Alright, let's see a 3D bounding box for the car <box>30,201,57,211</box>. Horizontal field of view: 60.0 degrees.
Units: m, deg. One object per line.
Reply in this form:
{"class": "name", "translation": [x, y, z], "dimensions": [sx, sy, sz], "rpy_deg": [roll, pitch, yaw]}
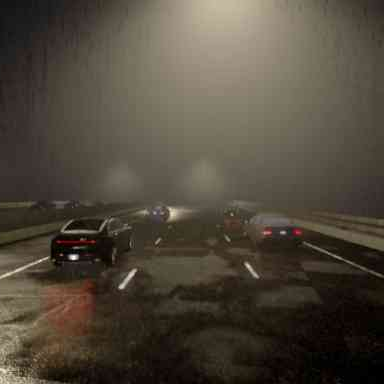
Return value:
{"class": "car", "translation": [-20.448, 1.973, 45.934], "dimensions": [1.882, 1.535, 5.008], "rpy_deg": [0, -1, 2]}

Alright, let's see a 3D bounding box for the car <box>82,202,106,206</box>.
{"class": "car", "translation": [-13.401, 2.064, 47.487], "dimensions": [2.033, 1.411, 5.357], "rpy_deg": [0, -1, 2]}

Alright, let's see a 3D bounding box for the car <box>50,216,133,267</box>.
{"class": "car", "translation": [-3.347, 1.627, 11.880], "dimensions": [1.837, 1.490, 4.892], "rpy_deg": [0, -1, 0]}

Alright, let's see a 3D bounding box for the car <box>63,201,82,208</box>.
{"class": "car", "translation": [-16.886, 2.028, 47.881], "dimensions": [1.837, 1.490, 4.892], "rpy_deg": [0, -1, 2]}

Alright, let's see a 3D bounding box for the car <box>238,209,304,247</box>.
{"class": "car", "translation": [3.684, 1.714, 15.868], "dimensions": [2.033, 1.411, 5.357], "rpy_deg": [0, -1, 1]}

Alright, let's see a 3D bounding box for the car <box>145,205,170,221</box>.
{"class": "car", "translation": [-3.105, 1.874, 30.754], "dimensions": [2.033, 1.411, 5.357], "rpy_deg": [0, -1, 1]}

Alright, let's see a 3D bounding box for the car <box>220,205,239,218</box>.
{"class": "car", "translation": [3.978, 1.975, 34.992], "dimensions": [1.895, 1.301, 4.718], "rpy_deg": [0, -1, 1]}
